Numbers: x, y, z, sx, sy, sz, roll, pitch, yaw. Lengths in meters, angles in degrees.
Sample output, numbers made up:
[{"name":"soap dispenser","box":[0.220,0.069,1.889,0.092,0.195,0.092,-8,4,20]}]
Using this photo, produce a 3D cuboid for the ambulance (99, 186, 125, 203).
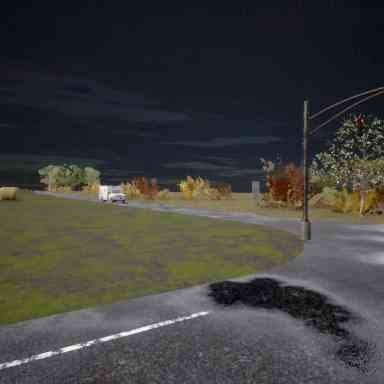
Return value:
[{"name":"ambulance","box":[-11.962,0.341,50.021,2.351,2.431,6.366,2,0,-32]}]
